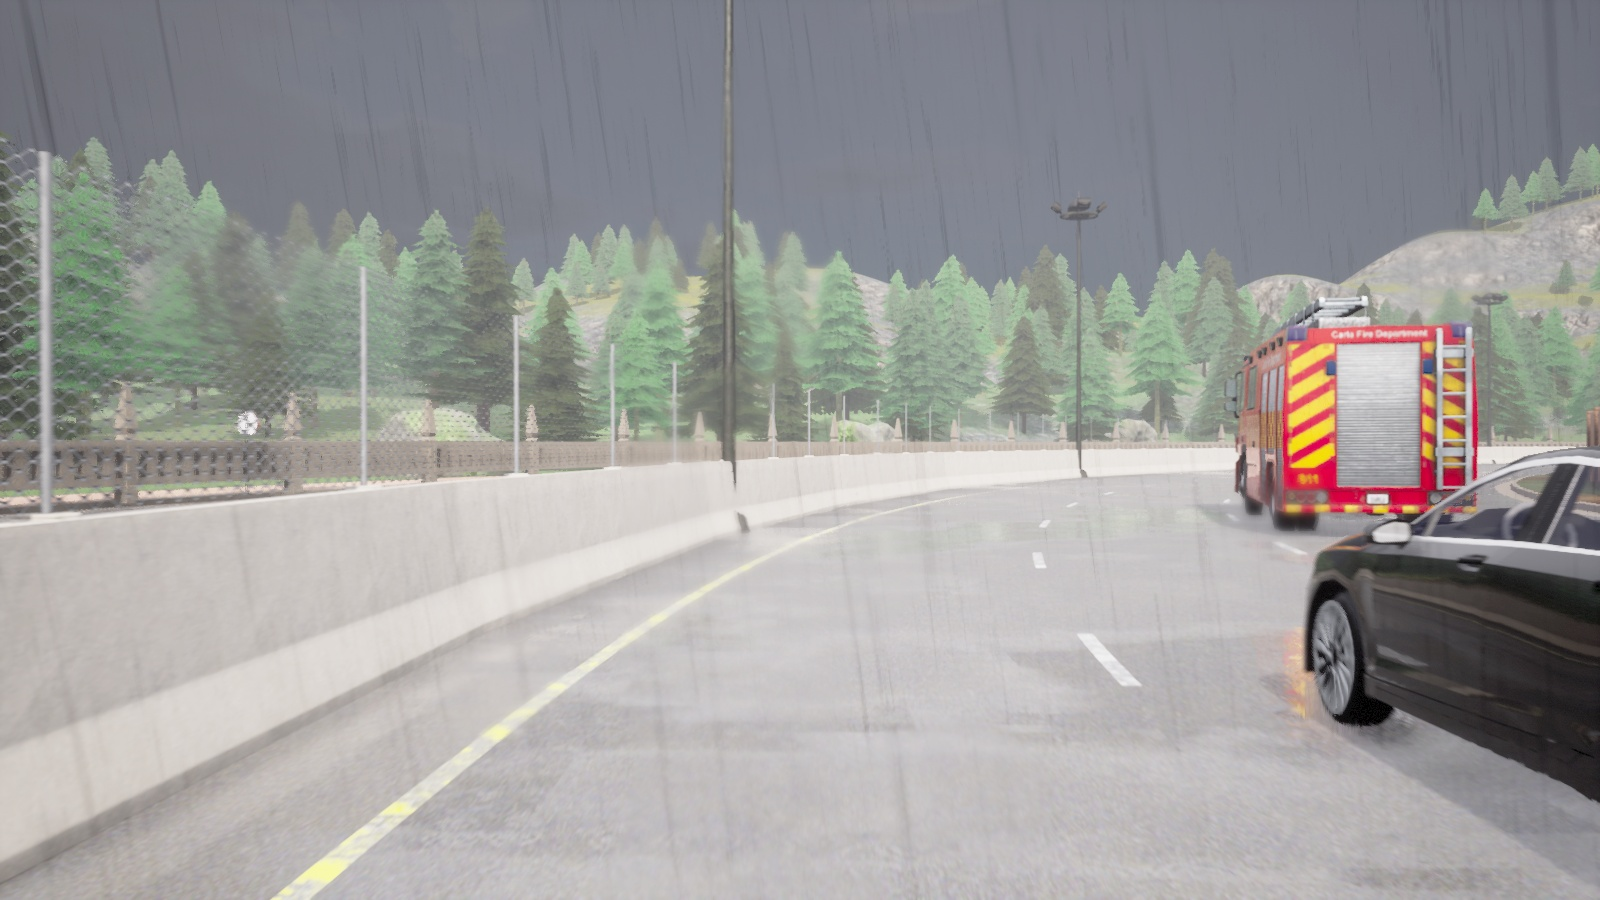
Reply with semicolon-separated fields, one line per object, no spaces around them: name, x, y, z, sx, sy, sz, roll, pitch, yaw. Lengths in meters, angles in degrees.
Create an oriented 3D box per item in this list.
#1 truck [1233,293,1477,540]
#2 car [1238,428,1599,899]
truck;10.147;-0.544;23.923;2.891;3.827;8.468;0;0;14
car;3.663;0.676;5.279;2.128;1.511;4.902;0;0;3
